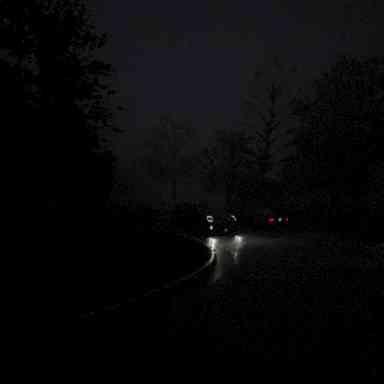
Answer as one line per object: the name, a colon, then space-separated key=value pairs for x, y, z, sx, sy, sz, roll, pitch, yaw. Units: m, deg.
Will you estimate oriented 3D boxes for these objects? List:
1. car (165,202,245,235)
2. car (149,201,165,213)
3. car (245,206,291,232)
car: x=0.584 y=1.390 z=19.123 sx=2.097 sy=1.767 sz=4.553 roll=1 pitch=0 yaw=-33
car: x=-3.664 y=1.674 z=36.000 sx=2.033 sy=1.411 sz=5.357 roll=0 pitch=0 yaw=-9
car: x=3.615 y=1.612 z=20.842 sx=2.033 sy=1.411 sz=5.357 roll=1 pitch=0 yaw=-32
